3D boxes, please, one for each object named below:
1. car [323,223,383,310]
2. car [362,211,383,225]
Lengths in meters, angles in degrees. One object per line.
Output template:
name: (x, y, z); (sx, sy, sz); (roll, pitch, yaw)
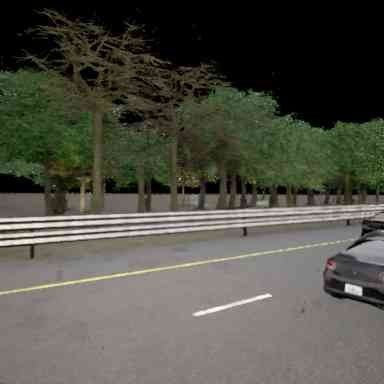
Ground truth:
car: (4.689, 1.559, 7.190); (4.674, 1.442, 1.812); (0, 0, -36)
car: (9.724, 1.548, 15.219); (5.008, 1.535, 1.882); (0, 0, -36)
